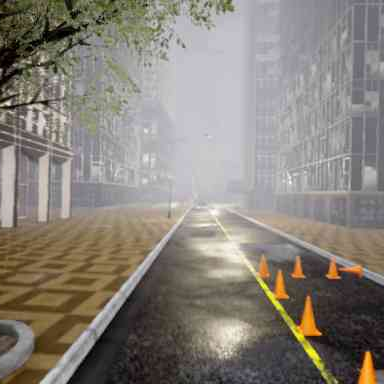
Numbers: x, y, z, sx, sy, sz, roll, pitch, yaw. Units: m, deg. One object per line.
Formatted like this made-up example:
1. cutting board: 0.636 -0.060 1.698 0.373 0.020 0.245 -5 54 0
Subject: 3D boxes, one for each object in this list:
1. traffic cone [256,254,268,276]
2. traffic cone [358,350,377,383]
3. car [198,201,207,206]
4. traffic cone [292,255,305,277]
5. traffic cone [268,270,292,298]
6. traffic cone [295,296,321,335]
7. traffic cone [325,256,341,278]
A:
1. traffic cone: 2.064 2.108 9.645 0.340 0.580 0.340 1 -1 1
2. traffic cone: 1.926 2.039 3.647 0.340 0.580 0.340 1 -1 1
3. car: 2.434 2.622 76.368 1.895 1.301 4.718 1 -1 5
4. traffic cone: 3.064 2.131 9.622 0.340 0.580 0.340 1 -1 1
5. traffic cone: 2.018 2.085 7.646 0.340 0.580 0.340 1 -1 1
6. traffic cone: 1.972 2.062 5.647 0.340 0.580 0.340 1 -1 1
7. traffic cone: 4.063 2.154 9.599 0.340 0.580 0.340 1 -1 1
